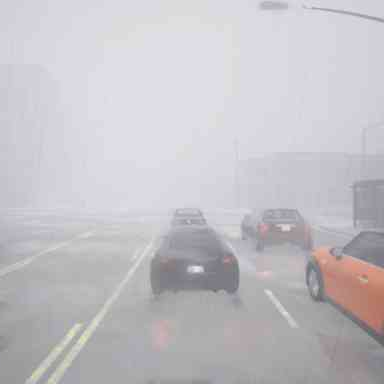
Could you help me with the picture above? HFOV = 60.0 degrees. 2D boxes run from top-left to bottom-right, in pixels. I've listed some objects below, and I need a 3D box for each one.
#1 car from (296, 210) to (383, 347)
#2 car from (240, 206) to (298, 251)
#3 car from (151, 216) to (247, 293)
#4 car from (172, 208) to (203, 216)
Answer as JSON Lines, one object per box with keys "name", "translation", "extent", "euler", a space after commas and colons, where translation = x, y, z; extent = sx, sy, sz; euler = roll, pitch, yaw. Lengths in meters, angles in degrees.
{"name": "car", "translation": [3.521, 1.355, 5.456], "extent": [2.097, 1.767, 4.553], "euler": [0, 0, 0]}
{"name": "car", "translation": [3.409, 1.360, 14.297], "extent": [2.097, 1.767, 4.553], "euler": [0, 0, -1]}
{"name": "car", "translation": [0.011, 1.570, 8.890], "extent": [1.994, 1.385, 4.181], "euler": [0, 0, -2]}
{"name": "car", "translation": [-0.242, 1.613, 20.001], "extent": [1.895, 1.301, 4.718], "euler": [0, 0, -2]}
